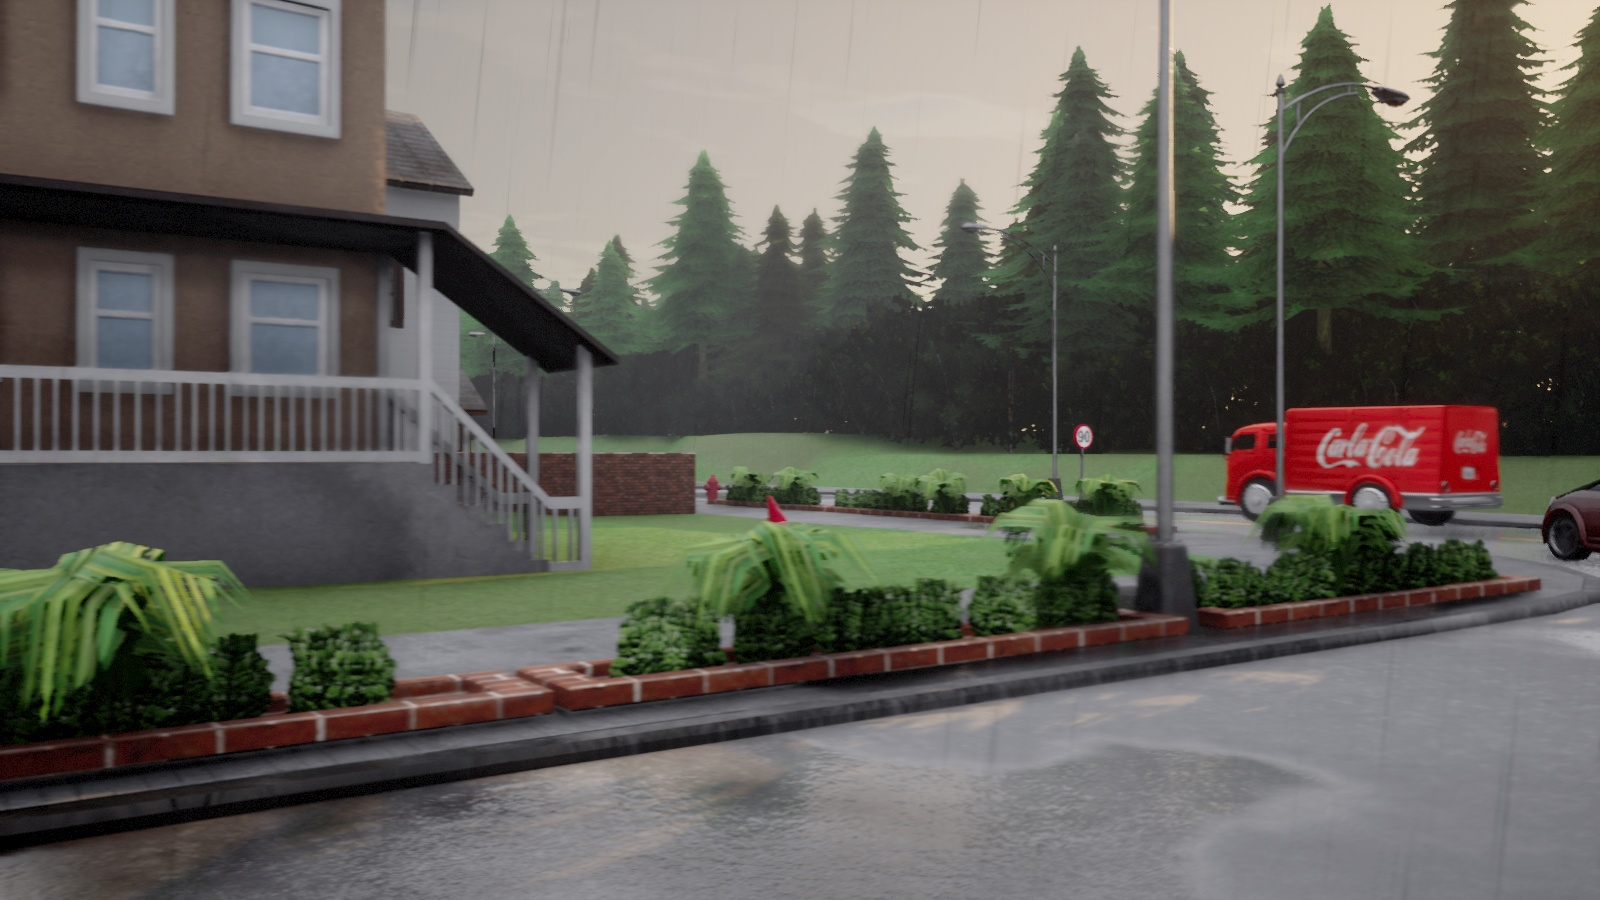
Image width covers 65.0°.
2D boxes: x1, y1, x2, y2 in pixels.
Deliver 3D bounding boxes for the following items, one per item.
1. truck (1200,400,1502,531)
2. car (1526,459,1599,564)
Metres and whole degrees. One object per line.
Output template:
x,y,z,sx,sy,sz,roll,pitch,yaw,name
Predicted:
11.437,0.299,26.442,2.627,2.467,5.204,0,0,-35,truck
11.777,0.825,16.263,1.994,1.385,4.181,0,0,-7,car
